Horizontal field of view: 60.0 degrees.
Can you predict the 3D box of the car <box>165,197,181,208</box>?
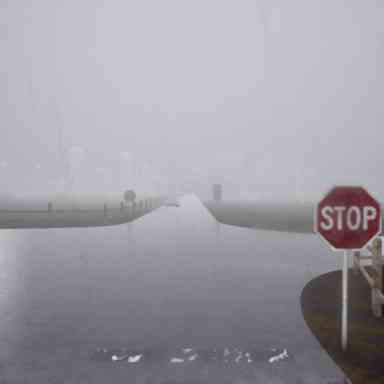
[{"bbox_3d":[-2.649,1.464,46.080,1.837,1.490,4.892,0,1,0],"label":"car"}]
